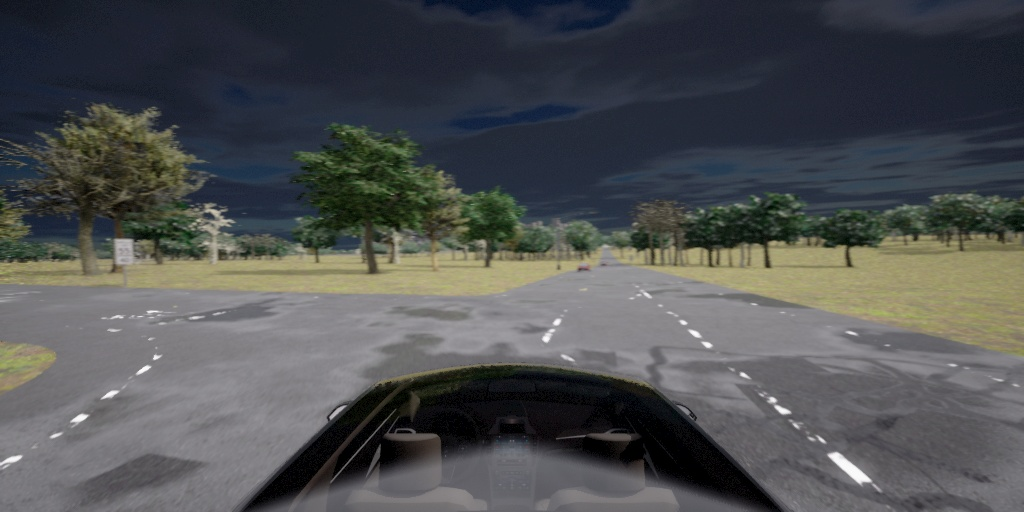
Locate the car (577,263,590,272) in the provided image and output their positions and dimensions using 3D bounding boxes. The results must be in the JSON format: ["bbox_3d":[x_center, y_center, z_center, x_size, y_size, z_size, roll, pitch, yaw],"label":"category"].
[{"bbox_3d":[11.520,1.807,57.627,1.882,1.535,5.008,-2,-1,15],"label":"car"}]
